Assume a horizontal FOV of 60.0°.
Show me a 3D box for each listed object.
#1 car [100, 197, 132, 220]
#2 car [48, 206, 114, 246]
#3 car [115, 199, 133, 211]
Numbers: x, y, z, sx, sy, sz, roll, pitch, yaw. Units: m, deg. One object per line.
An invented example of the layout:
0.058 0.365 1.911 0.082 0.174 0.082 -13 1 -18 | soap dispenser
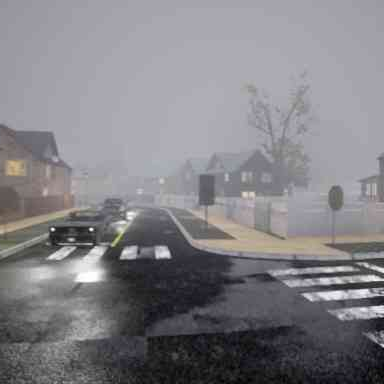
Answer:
-6.333 1.231 27.025 2.097 1.767 4.553 1 0 -7 | car
-4.868 1.515 14.957 1.895 1.301 4.718 1 0 -7 | car
-8.020 1.460 38.863 1.895 1.301 4.718 1 0 -13 | car
